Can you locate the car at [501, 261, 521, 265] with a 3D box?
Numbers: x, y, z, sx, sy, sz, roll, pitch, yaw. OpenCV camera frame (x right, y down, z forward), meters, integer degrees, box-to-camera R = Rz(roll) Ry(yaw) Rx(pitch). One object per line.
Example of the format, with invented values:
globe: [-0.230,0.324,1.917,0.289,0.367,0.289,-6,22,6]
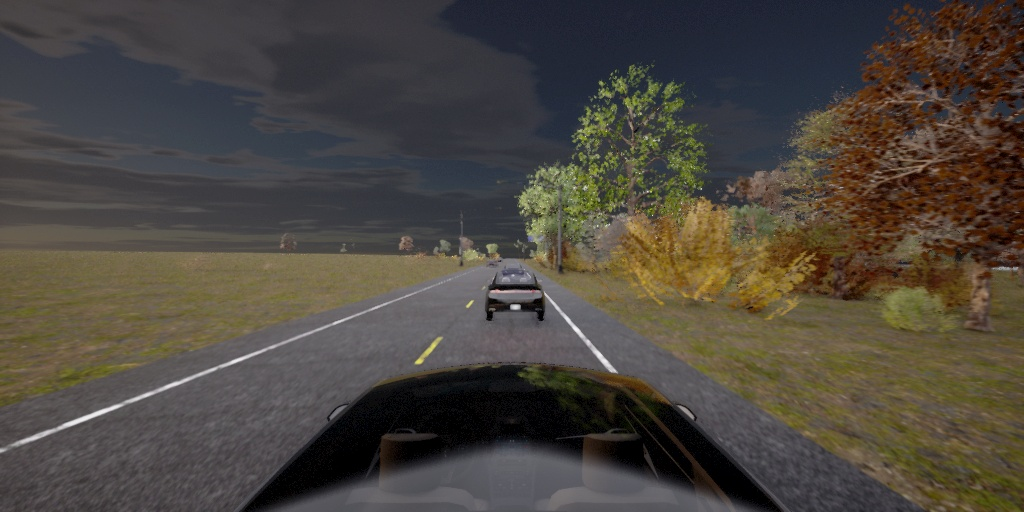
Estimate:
car: [0.097,1.350,32.510,1.895,1.301,4.718,0,0,0]

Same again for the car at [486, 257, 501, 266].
car: [-3.541,1.319,63.489,1.994,1.385,4.181,0,0,1]

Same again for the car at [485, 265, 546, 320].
car: [0.099,1.241,12.609,2.128,1.511,4.902,0,0,0]
